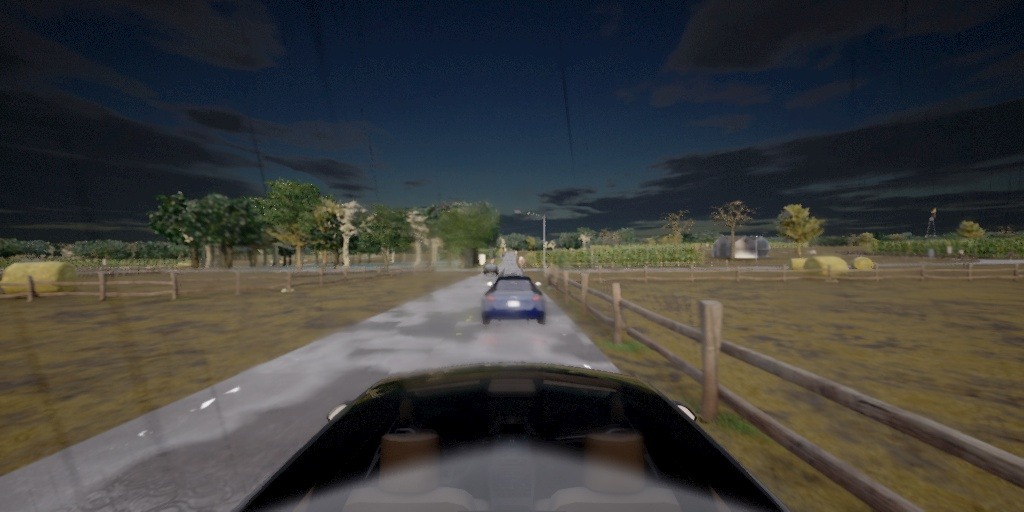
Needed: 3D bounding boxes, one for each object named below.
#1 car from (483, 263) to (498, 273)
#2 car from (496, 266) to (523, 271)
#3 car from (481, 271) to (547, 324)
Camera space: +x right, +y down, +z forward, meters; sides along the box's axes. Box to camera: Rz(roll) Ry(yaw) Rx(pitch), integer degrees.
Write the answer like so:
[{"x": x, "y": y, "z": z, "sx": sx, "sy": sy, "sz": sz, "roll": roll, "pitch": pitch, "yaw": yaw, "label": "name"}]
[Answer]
[{"x": -2.813, "y": 1.766, "z": 48.161, "sx": 1.882, "sy": 1.535, "sz": 5.008, "roll": 0, "pitch": -1, "yaw": 0, "label": "car"}, {"x": 0.075, "y": 1.545, "z": 26.526, "sx": 1.895, "sy": 1.301, "sz": 4.718, "roll": 0, "pitch": -1, "yaw": 0, "label": "car"}, {"x": 0.071, "y": 1.352, "z": 12.113, "sx": 1.994, "sy": 1.385, "sz": 4.181, "roll": 0, "pitch": -1, "yaw": 0, "label": "car"}]
